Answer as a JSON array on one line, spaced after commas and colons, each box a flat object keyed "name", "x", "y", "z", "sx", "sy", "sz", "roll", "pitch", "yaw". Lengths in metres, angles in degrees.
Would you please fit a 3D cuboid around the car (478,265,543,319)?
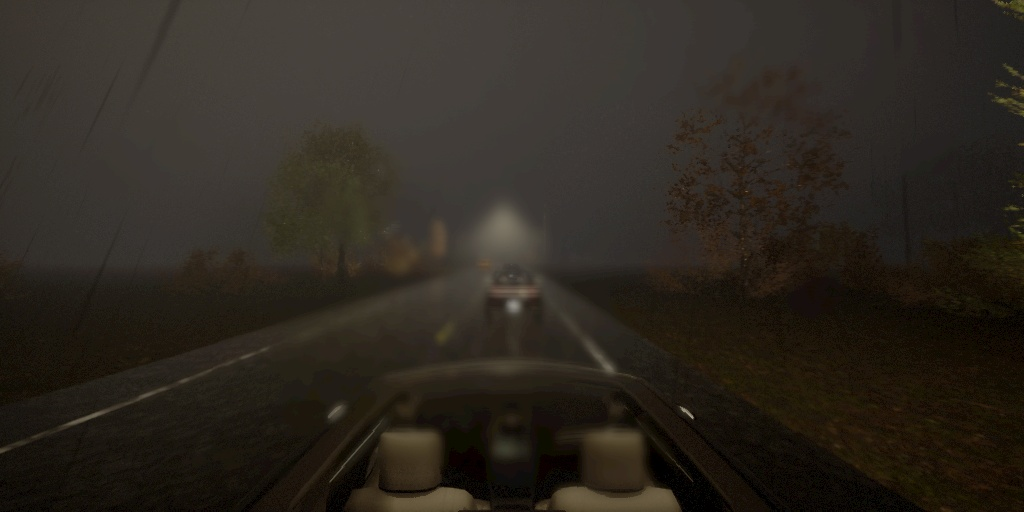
[{"name": "car", "x": 0.071, "y": 1.270, "z": 12.981, "sx": 2.128, "sy": 1.511, "sz": 4.902, "roll": 0, "pitch": 0, "yaw": 0}]

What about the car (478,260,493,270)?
[{"name": "car", "x": -3.578, "y": 1.356, "z": 49.623, "sx": 1.882, "sy": 1.535, "sz": 5.008, "roll": 0, "pitch": 0, "yaw": 0}]
